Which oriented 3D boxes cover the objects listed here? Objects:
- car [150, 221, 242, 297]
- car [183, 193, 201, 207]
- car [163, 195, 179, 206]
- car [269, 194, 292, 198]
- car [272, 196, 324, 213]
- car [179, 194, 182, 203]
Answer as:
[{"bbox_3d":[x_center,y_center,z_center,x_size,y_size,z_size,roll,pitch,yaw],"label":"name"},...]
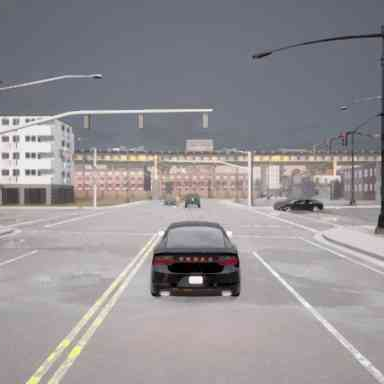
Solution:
[{"bbox_3d":[0.082,1.476,8.636,1.882,1.535,5.008,0,0,0],"label":"car"},{"bbox_3d":[0.102,1.211,50.518,2.150,2.045,5.566,0,0,0],"label":"car"},{"bbox_3d":[-3.569,1.494,54.848,1.837,1.490,4.892,0,0,0],"label":"car"},{"bbox_3d":[11.921,1.274,39.089,4.553,1.767,2.097,0,0,2],"label":"car"},{"bbox_3d":[11.481,1.431,35.537,4.892,1.490,1.837,0,0,0],"label":"car"},{"bbox_3d":[-3.504,1.464,68.228,1.882,1.535,5.008,0,0,0],"label":"car"}]
